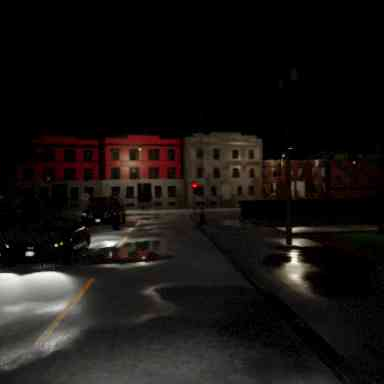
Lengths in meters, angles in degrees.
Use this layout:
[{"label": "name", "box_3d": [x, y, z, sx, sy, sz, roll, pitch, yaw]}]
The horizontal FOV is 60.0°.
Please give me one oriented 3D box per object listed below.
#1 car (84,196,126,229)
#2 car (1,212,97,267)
[{"label": "car", "box_3d": [-5.781, 1.324, 22.402, 2.150, 2.045, 5.566, -1, 0, -5]}, {"label": "car", "box_3d": [-4.958, 1.653, 11.848, 1.994, 1.385, 4.181, -1, 0, -5]}]
